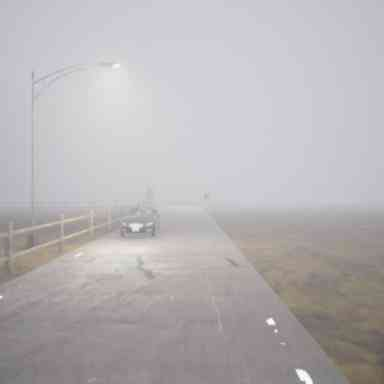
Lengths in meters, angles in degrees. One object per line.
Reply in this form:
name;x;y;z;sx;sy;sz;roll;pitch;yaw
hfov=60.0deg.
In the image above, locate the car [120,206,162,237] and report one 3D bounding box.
car;-2.767;1.586;18.797;2.128;1.511;4.902;0;0;0
